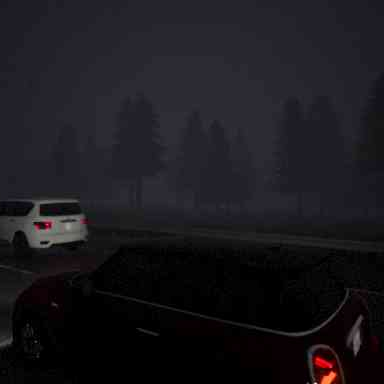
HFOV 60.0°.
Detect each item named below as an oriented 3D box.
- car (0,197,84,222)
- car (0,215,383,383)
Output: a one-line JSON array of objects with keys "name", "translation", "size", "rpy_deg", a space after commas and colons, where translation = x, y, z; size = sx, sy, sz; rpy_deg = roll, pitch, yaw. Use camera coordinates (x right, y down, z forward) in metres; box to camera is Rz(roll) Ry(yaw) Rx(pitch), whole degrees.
[{"name": "car", "translation": [-6.386, 1.220, 12.805], "size": [5.566, 2.045, 2.150], "rpy_deg": [0, 0, 35]}, {"name": "car", "translation": [-0.267, 1.352, 4.181], "size": [4.553, 1.767, 2.097], "rpy_deg": [0, 0, 36]}]
